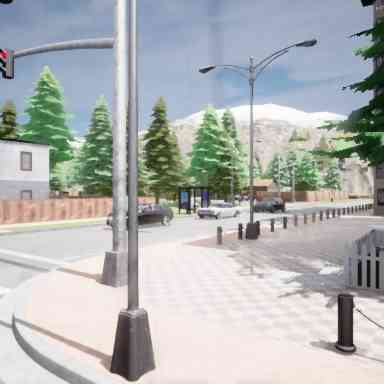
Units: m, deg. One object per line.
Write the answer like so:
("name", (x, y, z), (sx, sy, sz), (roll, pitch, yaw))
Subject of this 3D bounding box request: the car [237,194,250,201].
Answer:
("car", (13.005, 1.144, 77.953), (1.932, 1.855, 4.605), (0, 0, 36))

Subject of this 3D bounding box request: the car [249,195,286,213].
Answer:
("car", (8.606, 1.337, 36.723), (2.097, 1.767, 4.553), (0, 0, 38))

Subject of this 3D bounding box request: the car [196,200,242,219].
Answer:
("car", (2.412, 1.586, 28.616), (1.895, 1.301, 4.718), (0, 0, 37))

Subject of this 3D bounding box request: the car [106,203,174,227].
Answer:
("car", (-3.209, 1.476, 21.227), (2.128, 1.511, 4.902), (0, 0, 37))

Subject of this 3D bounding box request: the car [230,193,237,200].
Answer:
("car", (10.741, 1.146, 79.113), (1.905, 1.878, 3.866), (0, 0, 36))
